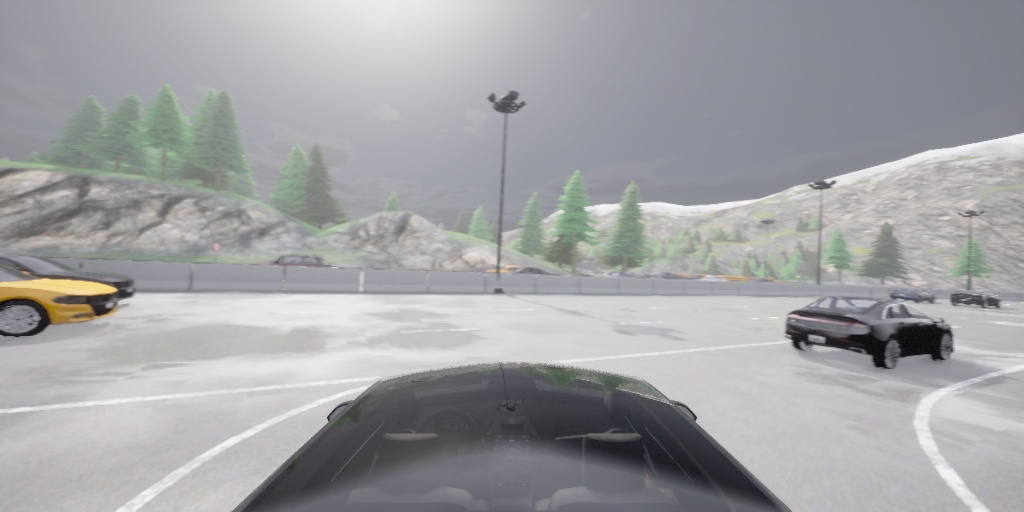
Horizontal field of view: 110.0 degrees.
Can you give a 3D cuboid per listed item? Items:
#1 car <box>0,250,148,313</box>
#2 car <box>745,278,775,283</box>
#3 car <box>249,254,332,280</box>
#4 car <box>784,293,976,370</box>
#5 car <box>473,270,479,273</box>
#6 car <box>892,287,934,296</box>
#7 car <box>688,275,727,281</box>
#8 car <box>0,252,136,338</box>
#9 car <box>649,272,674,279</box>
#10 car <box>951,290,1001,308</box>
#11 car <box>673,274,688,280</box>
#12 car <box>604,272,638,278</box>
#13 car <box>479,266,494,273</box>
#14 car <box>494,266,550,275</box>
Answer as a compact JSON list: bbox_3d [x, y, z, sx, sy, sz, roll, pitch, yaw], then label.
[{"bbox_3d":[-13.729,0.634,9.727,5.008,1.535,1.882,3,-1,-26],"label":"car"},{"bbox_3d":[28.678,3.318,41.741,4.892,1.490,1.837,4,-1,-25],"label":"car"},{"bbox_3d":[-13.528,0.694,21.680,4.553,1.767,2.097,3,-1,-25],"label":"car"},{"bbox_3d":[9.174,1.808,9.182,4.902,1.511,2.128,3,-1,-24],"label":"car"},{"bbox_3d":[-1.629,1.751,39.005,5.357,1.411,2.033,3,-1,-25],"label":"car"},{"bbox_3d":[38.713,3.761,34.641,4.181,1.385,1.994,3,-1,-23],"label":"car"},{"bbox_3d":[24.112,3.107,43.471,4.674,1.442,1.812,3,-1,-25],"label":"car"},{"bbox_3d":[-11.293,0.719,7.011,5.008,1.535,1.882,3,-1,-26],"label":"car"},{"bbox_3d":[21.299,3.025,49.883,4.902,1.511,2.128,3,-1,-25],"label":"car"},{"bbox_3d":[41.346,3.769,31.951,5.008,1.535,1.882,3,-1,-23],"label":"car"},{"bbox_3d":[24.370,3.201,47.454,5.357,1.411,2.033,3,-1,-25],"label":"car"},{"bbox_3d":[9.617,2.211,32.726,4.674,1.442,1.812,3,-1,-26],"label":"car"},{"bbox_3d":[-0.307,1.701,35.756,5.008,1.535,1.882,3,-1,-25],"label":"car"},{"bbox_3d":[1.175,1.757,32.586,4.892,1.490,1.837,3,-1,-25],"label":"car"}]
